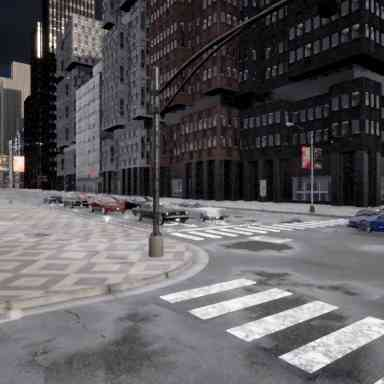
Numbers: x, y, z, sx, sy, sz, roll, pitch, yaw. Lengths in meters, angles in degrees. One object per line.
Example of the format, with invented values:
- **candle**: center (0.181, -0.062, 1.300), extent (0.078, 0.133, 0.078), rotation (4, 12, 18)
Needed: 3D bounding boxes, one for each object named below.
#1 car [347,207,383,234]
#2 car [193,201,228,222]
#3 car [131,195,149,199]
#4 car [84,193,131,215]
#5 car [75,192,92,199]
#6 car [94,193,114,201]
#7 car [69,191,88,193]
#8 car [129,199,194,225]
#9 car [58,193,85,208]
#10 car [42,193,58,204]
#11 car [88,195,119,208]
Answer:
- **car**: center (10.458, 1.465, 16.073), extent (2.033, 1.411, 5.357), rotation (0, 1, -36)
- **car**: center (0.441, 1.350, 24.089), extent (1.895, 1.301, 4.718), rotation (0, 1, -36)
- **car**: center (-5.043, 1.094, 31.714), extent (1.882, 1.535, 5.008), rotation (0, 1, -36)
- **car**: center (-7.638, 1.100, 29.753), extent (1.882, 1.535, 5.008), rotation (0, 1, -36)
- **car**: center (-21.820, 0.636, 66.506), extent (1.895, 1.301, 4.718), rotation (0, 1, -36)
- **car**: center (-15.199, 0.813, 57.303), extent (1.895, 1.301, 4.718), rotation (0, 1, -36)
- **car**: center (-16.491, 0.681, 47.691), extent (2.097, 1.767, 4.553), rotation (0, 1, -36)
- **car**: center (-2.156, 1.355, 22.133), extent (1.895, 1.301, 4.718), rotation (0, 1, -36)
- **car**: center (-13.114, 1.088, 37.377), extent (1.895, 1.301, 4.718), rotation (0, 1, -36)
- **car**: center (-19.336, 0.876, 46.087), extent (2.033, 1.411, 5.357), rotation (0, 1, -35)
- **car**: center (-10.533, 1.082, 39.352), extent (1.895, 1.301, 4.718), rotation (0, 1, -36)
